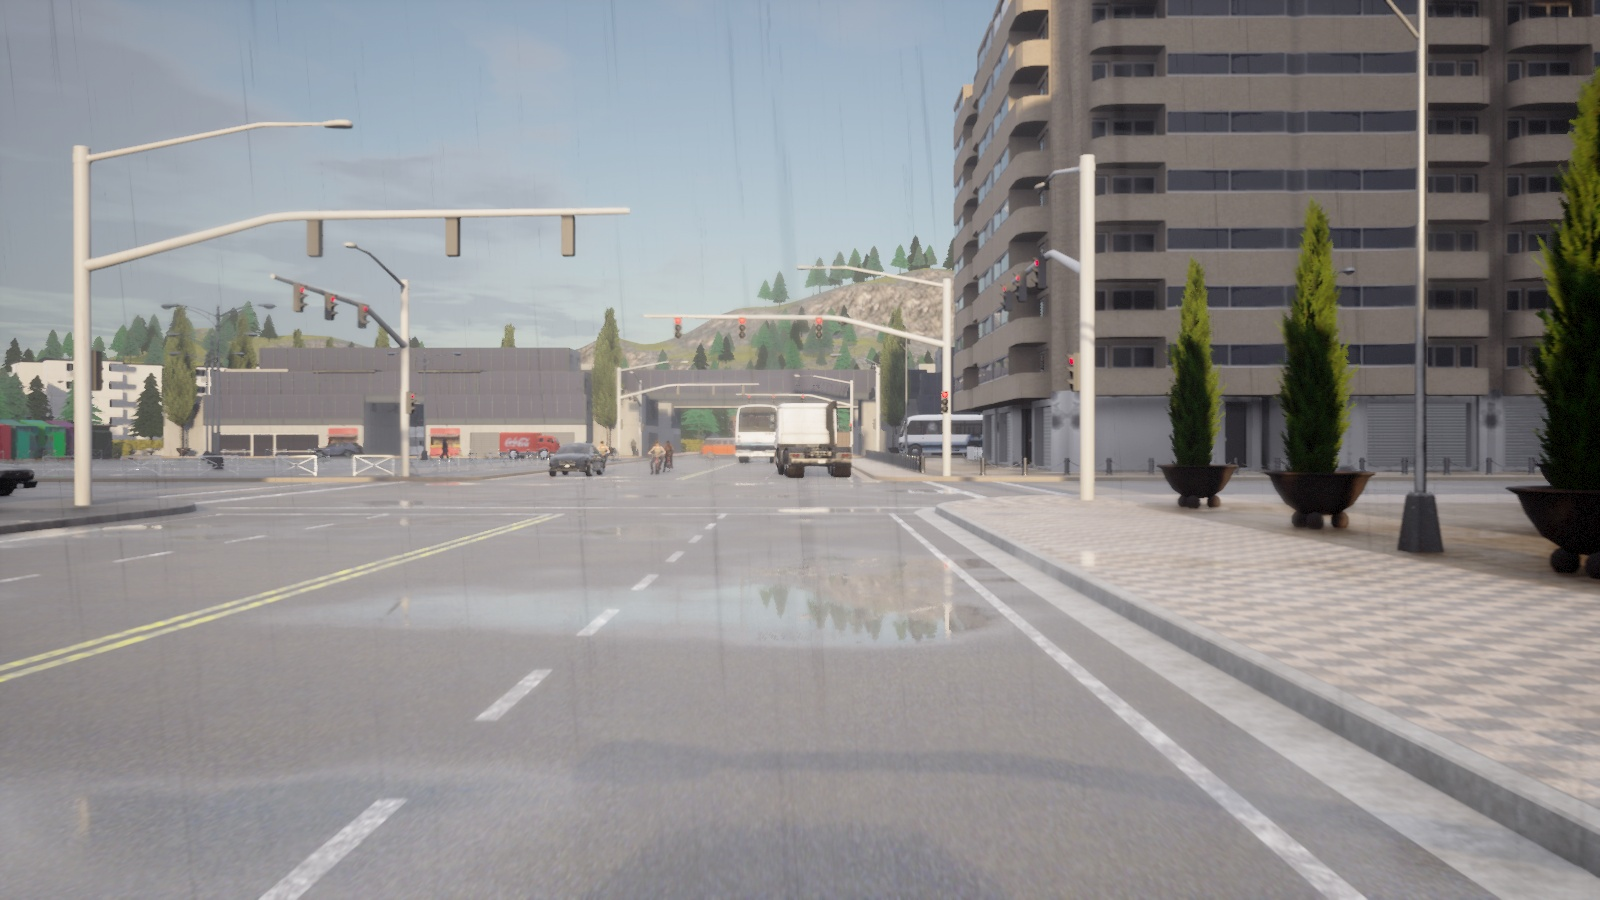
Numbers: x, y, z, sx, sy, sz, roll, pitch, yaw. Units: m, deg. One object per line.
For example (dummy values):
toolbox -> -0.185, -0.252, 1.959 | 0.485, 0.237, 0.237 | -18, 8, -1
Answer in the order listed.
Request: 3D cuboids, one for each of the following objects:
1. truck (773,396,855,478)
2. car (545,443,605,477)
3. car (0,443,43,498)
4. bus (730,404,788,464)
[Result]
truck -> 0.528, -0.556, 57.058 | 2.891, 3.462, 7.936 | 0, 0, -5
car -> -10.161, 0.421, 57.103 | 1.837, 1.490, 4.892 | 0, 0, 0
car -> -23.390, 0.532, 33.322 | 5.357, 1.411, 2.033 | 0, 0, 0
bus -> -2.948, -1.167, 94.795 | 3.944, 4.253, 10.273 | 0, 0, 1
